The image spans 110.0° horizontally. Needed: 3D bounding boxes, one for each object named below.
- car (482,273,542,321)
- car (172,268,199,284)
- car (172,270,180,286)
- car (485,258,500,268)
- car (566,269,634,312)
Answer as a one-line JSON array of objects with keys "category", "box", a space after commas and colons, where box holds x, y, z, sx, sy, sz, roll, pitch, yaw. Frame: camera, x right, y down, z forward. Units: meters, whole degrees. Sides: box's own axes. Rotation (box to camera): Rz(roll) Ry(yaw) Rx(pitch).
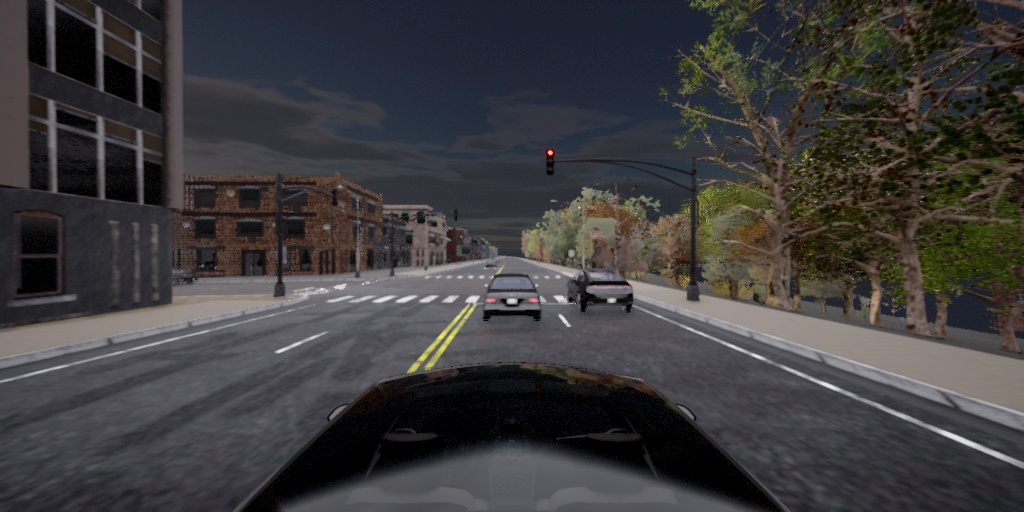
[{"category": "car", "box": [-0.013, 1.304, 12.478, 2.033, 1.411, 5.357, 0, 0, 0]}, {"category": "car", "box": [-28.333, 1.691, 29.442, 4.403, 1.370, 2.007, 0, 0, -1]}, {"category": "car", "box": [-22.622, 1.699, 20.923, 4.313, 1.339, 1.948, 0, 0, -1]}, {"category": "car", "box": [-3.406, 1.291, 60.402, 1.837, 1.490, 4.892, 0, 0, 0]}, {"category": "car", "box": [3.287, 1.248, 14.157, 2.128, 1.511, 4.902, 0, 0, 1]}]
